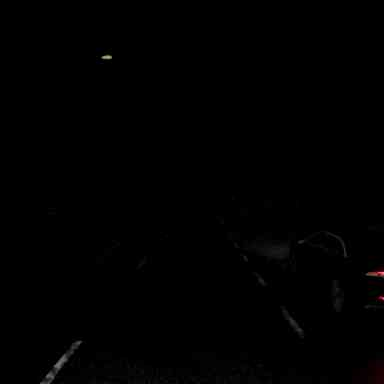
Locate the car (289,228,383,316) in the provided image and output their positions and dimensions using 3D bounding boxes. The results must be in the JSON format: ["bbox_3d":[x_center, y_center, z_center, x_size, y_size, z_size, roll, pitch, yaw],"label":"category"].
[{"bbox_3d":[3.653,1.570,7.633,2.128,1.511,4.902,0,0,1],"label":"car"}]
